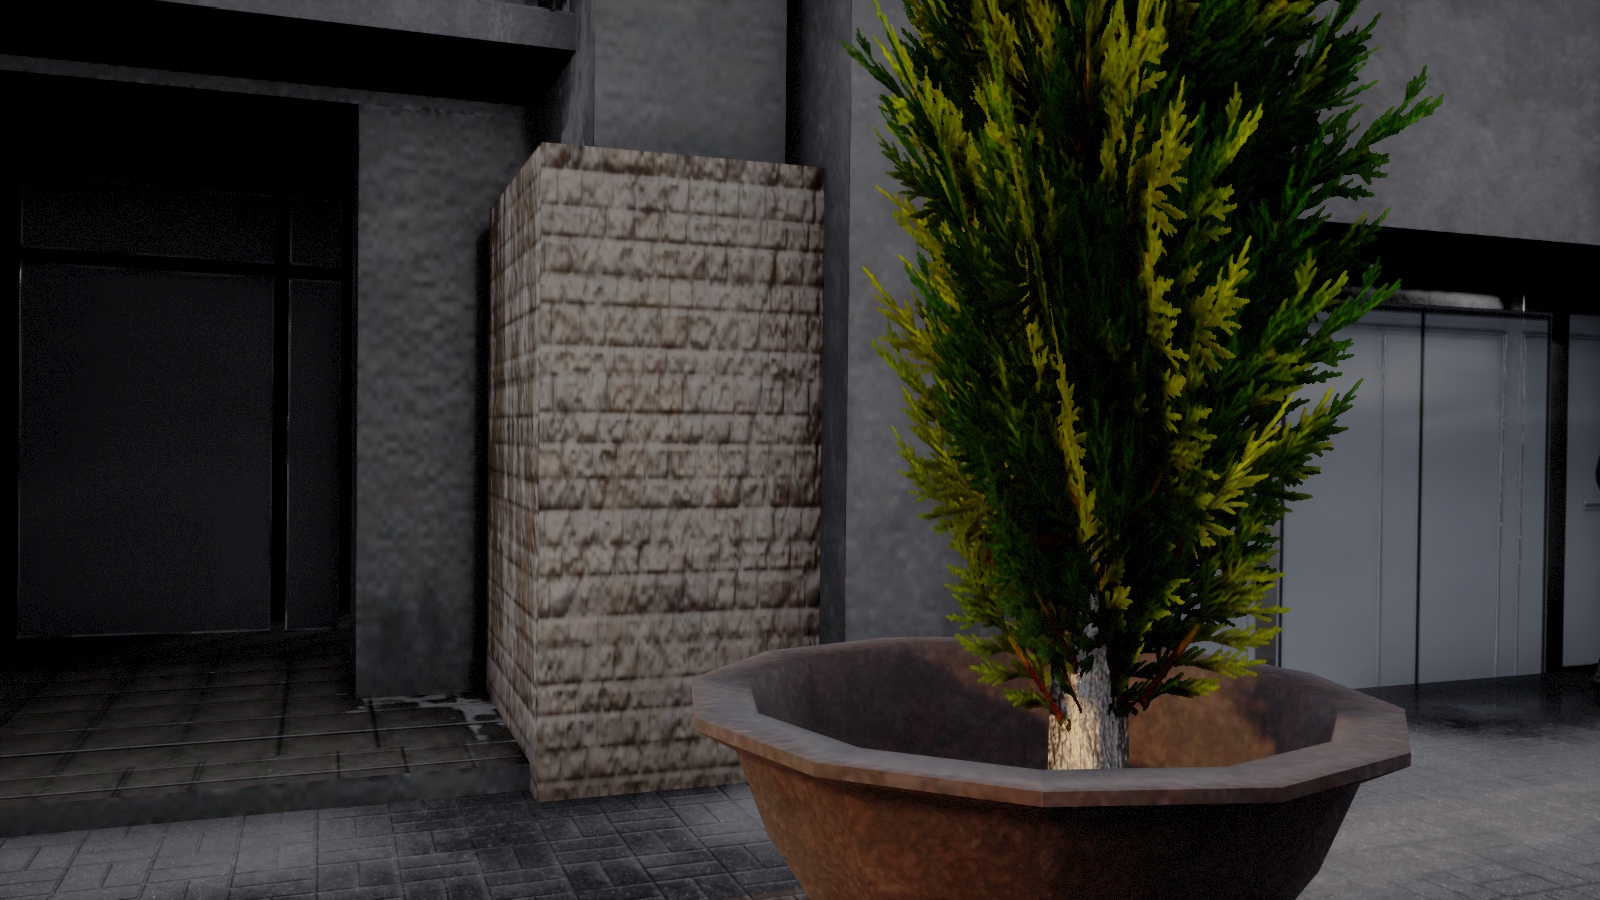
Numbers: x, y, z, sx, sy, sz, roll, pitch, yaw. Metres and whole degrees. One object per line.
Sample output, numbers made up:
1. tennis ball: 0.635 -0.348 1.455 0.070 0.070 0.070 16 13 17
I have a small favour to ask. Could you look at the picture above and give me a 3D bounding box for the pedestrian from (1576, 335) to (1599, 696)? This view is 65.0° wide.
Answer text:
1. pedestrian: 4.614 0.348 6.783 0.666 1.930 0.402 -1 1 -22
